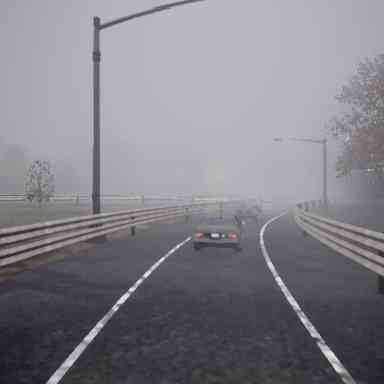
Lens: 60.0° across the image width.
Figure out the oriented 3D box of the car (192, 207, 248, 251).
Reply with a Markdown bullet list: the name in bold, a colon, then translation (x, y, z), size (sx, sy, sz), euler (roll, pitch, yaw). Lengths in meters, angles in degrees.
- **car**: translation (1.242, 1.604, 14.247), size (2.033, 1.411, 5.357), euler (0, 0, 10)

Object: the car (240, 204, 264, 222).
- **car**: translation (4.943, 1.736, 28.458), size (2.033, 1.411, 5.357), euler (0, -1, 19)
